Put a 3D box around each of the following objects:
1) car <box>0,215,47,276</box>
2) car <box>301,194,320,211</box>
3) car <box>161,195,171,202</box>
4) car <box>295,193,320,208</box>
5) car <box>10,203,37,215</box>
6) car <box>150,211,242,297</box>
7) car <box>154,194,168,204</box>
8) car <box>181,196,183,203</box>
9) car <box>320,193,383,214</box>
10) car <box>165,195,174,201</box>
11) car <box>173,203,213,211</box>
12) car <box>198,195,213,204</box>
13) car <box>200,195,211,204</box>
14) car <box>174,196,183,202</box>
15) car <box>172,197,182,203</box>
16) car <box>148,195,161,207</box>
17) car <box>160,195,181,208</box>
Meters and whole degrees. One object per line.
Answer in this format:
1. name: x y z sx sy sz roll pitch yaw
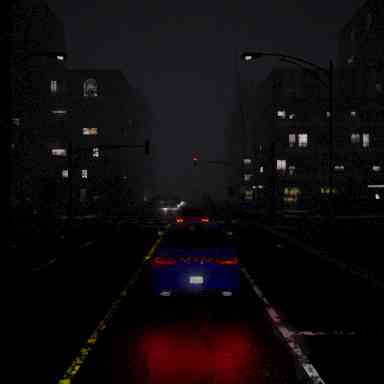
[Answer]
1. car: -5.756 1.582 9.834 1.802 1.307 4.206 0 0 0
2. car: 14.727 1.205 35.637 4.892 1.490 1.837 -1 0 -1
3. car: -5.809 1.470 74.588 1.967 1.590 4.097 0 0 0
4. car: 14.499 1.015 38.206 5.009 1.841 2.192 -1 1 -1
5. car: -17.623 1.796 32.107 4.902 1.511 2.128 -1 0 -1
6. car: 0.090 1.477 8.632 1.882 1.535 5.008 0 0 0
7. car: -5.791 1.336 63.223 2.192 1.841 5.009 0 0 0
8. car: -3.170 1.371 59.201 2.097 1.767 4.553 0 0 0
9. car: 14.647 1.029 29.828 5.009 1.841 2.192 -1 1 -1
10. car: -5.827 1.480 85.953 1.967 1.590 4.097 0 0 0
11. car: 0.070 1.526 17.973 1.812 1.442 4.674 0 0 1
12. car: 2.598 1.458 57.556 1.967 1.590 4.097 0 0 0
13. car: 2.590 1.461 63.238 1.967 1.590 4.097 0 0 0
14. car: -3.126 1.620 78.975 1.895 1.301 4.718 0 0 0
15. car: -3.114 1.626 68.870 1.895 1.301 4.718 0 0 0
16. car: -5.772 1.580 51.858 1.947 1.339 4.313 0 0 0
17. car: -3.158 1.560 49.230 2.033 1.411 5.357 0 0 -1
